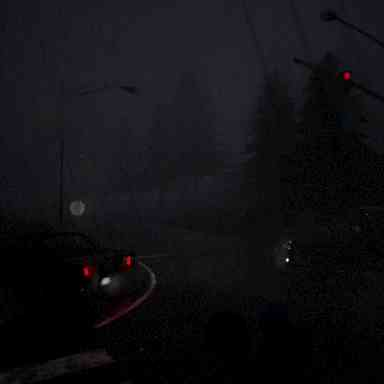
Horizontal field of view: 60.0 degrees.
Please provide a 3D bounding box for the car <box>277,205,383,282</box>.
[{"bbox_3d":[5.319,1.423,9.577,5.566,2.045,2.150,0,1,12],"label":"car"}]

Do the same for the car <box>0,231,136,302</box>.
[{"bbox_3d":[-3.786,1.626,8.153,4.718,1.301,1.895,0,-2,28],"label":"car"}]
